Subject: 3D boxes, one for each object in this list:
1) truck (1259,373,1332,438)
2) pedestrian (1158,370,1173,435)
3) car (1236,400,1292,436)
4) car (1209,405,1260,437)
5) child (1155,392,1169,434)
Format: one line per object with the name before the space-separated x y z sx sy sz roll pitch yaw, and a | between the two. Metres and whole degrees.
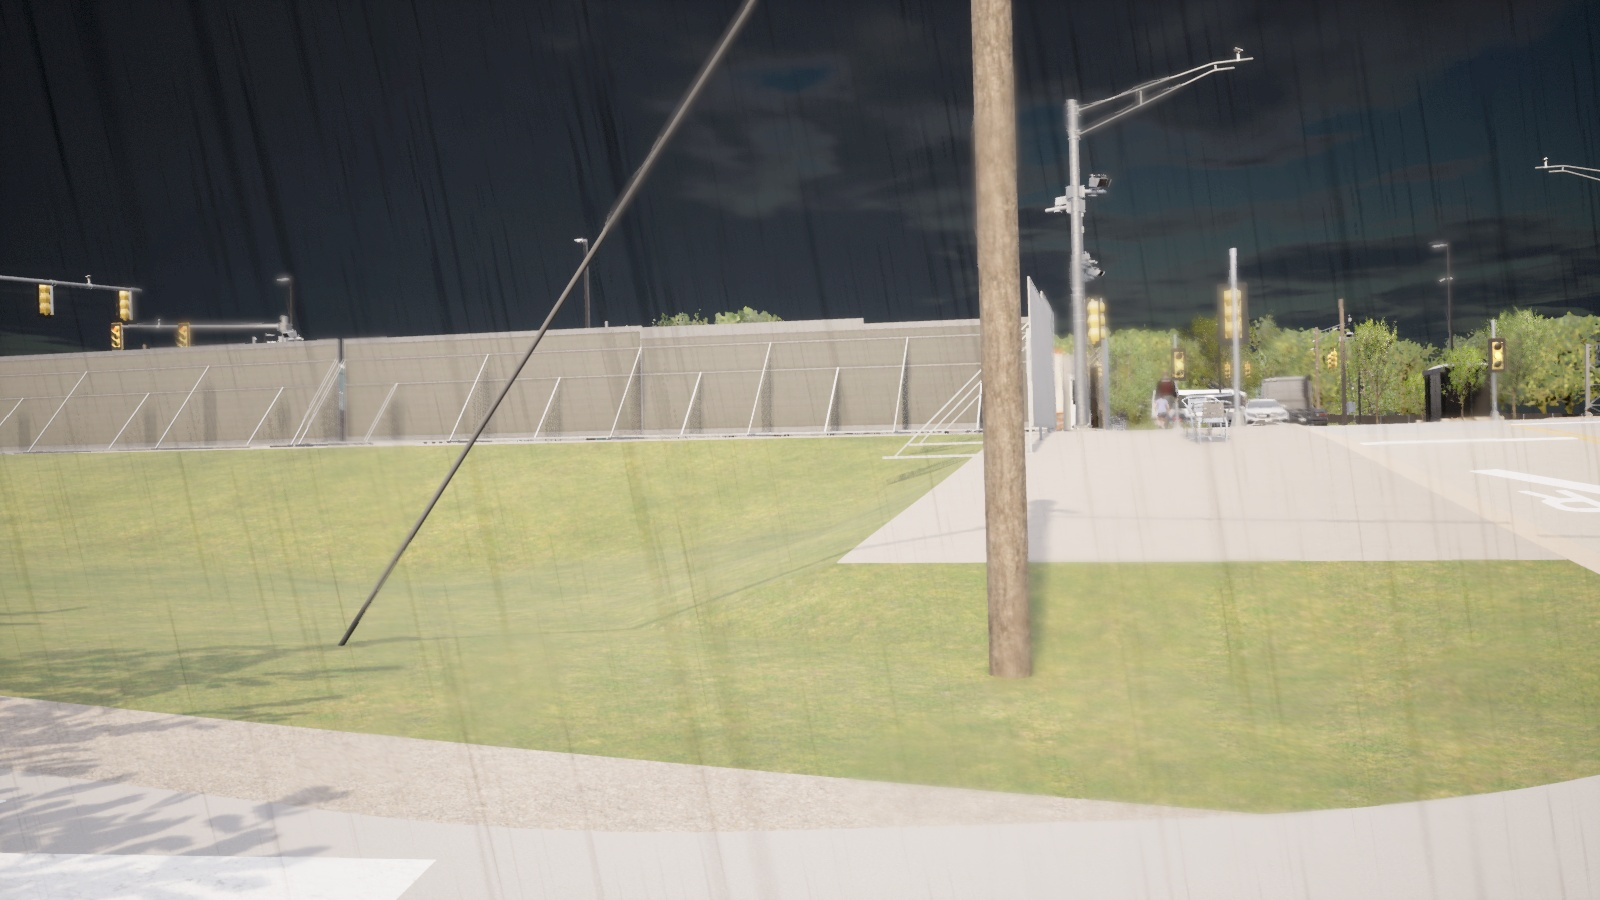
truck | 29.001 -2.506 73.824 2.891 3.462 7.936 -1 0 14
pedestrian | 10.595 -1.371 36.422 0.376 1.854 0.720 -1 0 17
car | 20.679 -1.396 56.103 1.812 1.442 4.674 -1 0 14
car | 24.246 -1.585 70.191 2.242 1.667 4.611 -1 0 14
child | 9.670 -0.995 33.565 0.255 1.110 0.394 -1 0 2
